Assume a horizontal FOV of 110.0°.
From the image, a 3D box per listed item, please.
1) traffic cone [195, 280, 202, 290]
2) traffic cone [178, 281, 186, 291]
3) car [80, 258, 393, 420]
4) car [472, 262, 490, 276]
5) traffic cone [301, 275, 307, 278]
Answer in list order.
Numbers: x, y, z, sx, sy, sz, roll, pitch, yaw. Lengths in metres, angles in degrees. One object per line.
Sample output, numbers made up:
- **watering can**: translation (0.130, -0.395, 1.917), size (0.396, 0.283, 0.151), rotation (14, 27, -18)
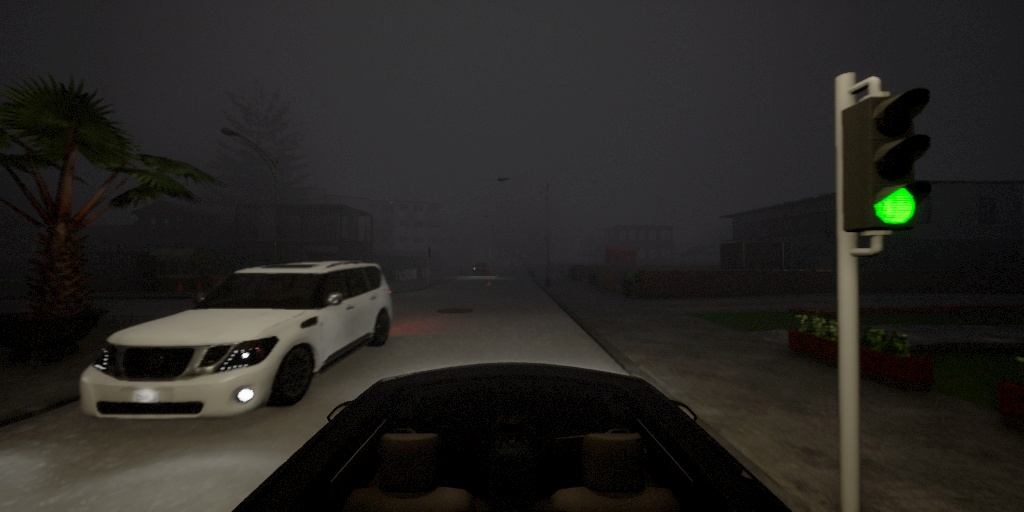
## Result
- **traffic cone**: translation (-19.795, 1.826, 22.707), size (0.344, 0.586, 0.344), rotation (0, 0, 0)
- **traffic cone**: translation (-20.315, 1.847, 21.987), size (0.344, 0.586, 0.344), rotation (0, 0, 0)
- **car**: translation (-3.996, 1.148, 6.677), size (2.150, 2.045, 5.566), rotation (0, 1, 0)
- **car**: translation (-3.992, 1.604, 46.723), size (2.097, 1.767, 4.553), rotation (0, -1, 0)
- **traffic cone**: translation (-15.747, 1.879, 27.590), size (0.344, 0.586, 0.344), rotation (0, 0, 0)
